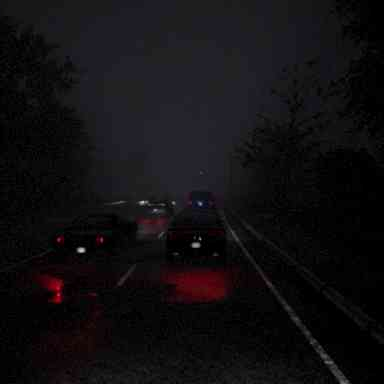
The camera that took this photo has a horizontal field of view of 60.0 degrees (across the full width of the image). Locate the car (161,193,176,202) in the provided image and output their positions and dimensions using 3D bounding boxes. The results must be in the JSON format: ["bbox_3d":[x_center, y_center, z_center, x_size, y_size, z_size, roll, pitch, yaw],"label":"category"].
[{"bbox_3d":[-3.969,0.916,57.429,1.895,1.301,4.718,0,1,6],"label":"car"}]

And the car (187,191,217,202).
[{"bbox_3d":[0.787,0.905,26.611,2.150,2.045,5.566,0,1,4],"label":"car"}]

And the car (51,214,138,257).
[{"bbox_3d":[-3.285,1.453,12.325,1.895,1.301,4.718,0,1,2],"label":"car"}]

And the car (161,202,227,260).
[{"bbox_3d":[0.203,1.334,11.933,1.882,1.535,5.008,0,1,2],"label":"car"}]

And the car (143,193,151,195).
[{"bbox_3d":[-7.549,0.888,56.800,1.994,1.385,4.181,0,1,6],"label":"car"}]

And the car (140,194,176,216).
[{"bbox_3d":[-2.634,1.159,27.859,2.128,1.511,4.902,0,1,4],"label":"car"}]
